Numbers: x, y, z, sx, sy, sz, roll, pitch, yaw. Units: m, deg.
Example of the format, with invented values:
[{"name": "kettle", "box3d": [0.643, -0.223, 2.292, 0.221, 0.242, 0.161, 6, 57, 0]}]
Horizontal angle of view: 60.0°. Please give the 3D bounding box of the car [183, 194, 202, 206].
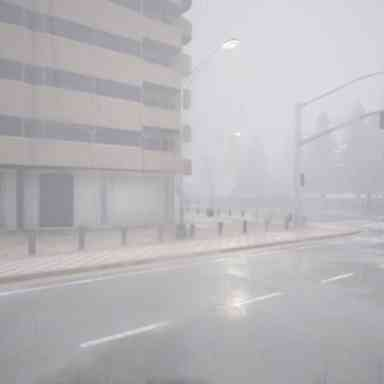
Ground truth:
[{"name": "car", "box3d": [-0.539, 1.349, 59.774, 2.150, 2.045, 5.566, 0, 0, -36]}]
